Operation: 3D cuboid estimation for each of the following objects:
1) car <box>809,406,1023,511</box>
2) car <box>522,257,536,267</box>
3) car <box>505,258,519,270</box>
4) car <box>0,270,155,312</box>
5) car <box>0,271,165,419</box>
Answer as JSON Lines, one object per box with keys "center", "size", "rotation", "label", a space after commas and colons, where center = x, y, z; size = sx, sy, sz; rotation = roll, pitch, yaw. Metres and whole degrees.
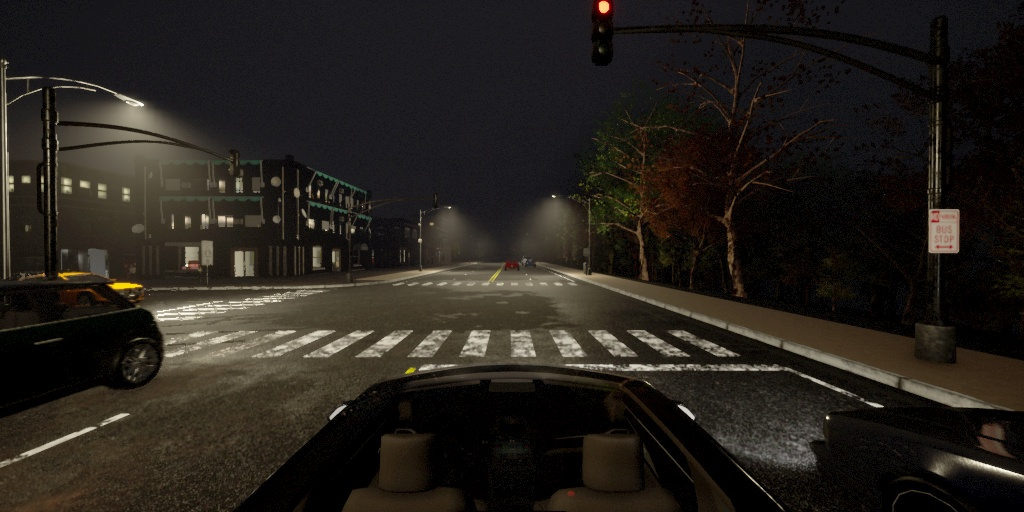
{"center": [3.353, 1.298, 0.412], "size": [2.033, 1.411, 5.357], "rotation": [0, 0, 0], "label": "car"}
{"center": [3.229, 1.274, 63.193], "size": [2.033, 1.411, 5.357], "rotation": [0, 0, 0], "label": "car"}
{"center": [0.001, 1.210, 51.188], "size": [1.882, 1.535, 5.008], "rotation": [0, 0, 0], "label": "car"}
{"center": [-18.622, 1.434, 15.220], "size": [5.008, 1.535, 1.882], "rotation": [-1, 0, 0], "label": "car"}
{"center": [-6.596, 1.101, 3.786], "size": [2.097, 1.767, 4.553], "rotation": [0, 0, -2], "label": "car"}
